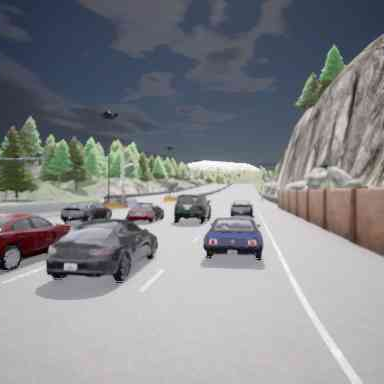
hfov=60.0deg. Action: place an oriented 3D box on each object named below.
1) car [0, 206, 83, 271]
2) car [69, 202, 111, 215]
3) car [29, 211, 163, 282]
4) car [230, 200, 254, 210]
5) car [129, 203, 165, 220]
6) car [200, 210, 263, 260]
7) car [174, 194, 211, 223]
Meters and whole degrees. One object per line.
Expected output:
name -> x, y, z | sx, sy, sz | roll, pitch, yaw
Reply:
car -> -5.710, 1.431, 10.817 | 1.882, 1.535, 5.008 | 0, 0, 8
car -> -7.253, 1.409, 23.264 | 2.128, 1.511, 4.902 | 0, 0, 9
car -> -2.357, 1.494, 9.626 | 1.812, 1.442, 4.674 | 0, 0, 8
car -> 4.288, 1.438, 28.632 | 2.128, 1.511, 4.902 | 0, 0, 10
car -> -3.397, 1.492, 25.097 | 1.994, 1.385, 4.181 | 0, 0, 9
car -> 1.607, 1.577, 12.474 | 1.895, 1.301, 4.718 | 0, 0, 9
car -> 0.127, 1.164, 24.989 | 2.150, 2.045, 5.566 | 0, 0, 10
